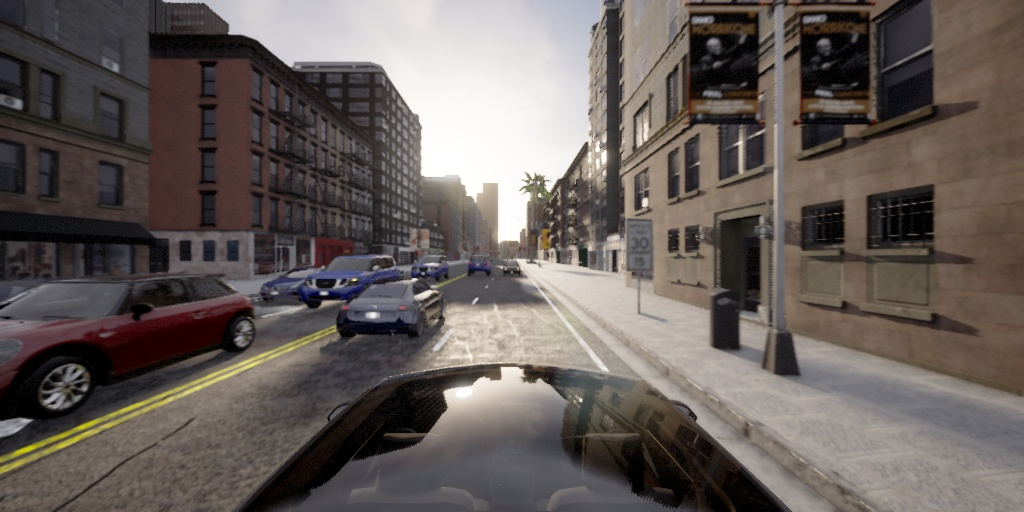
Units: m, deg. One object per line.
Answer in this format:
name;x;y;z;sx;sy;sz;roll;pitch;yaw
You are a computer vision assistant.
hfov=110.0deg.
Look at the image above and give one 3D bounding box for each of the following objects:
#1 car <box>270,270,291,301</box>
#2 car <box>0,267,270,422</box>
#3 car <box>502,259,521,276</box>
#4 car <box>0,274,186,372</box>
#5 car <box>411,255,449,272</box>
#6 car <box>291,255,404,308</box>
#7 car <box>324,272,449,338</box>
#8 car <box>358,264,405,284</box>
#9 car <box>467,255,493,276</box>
car;-9.833;1.264;17.214;1.812;1.442;4.674;0;0;0
car;-6.558;1.100;5.823;2.097;1.767;4.553;0;0;-1
car;-0.003;1.313;37.089;1.895;1.301;4.718;0;0;0
car;-9.844;1.238;7.220;2.128;1.511;4.902;0;0;0
car;-6.567;0.944;29.365;2.150;2.045;5.566;0;0;1
car;-6.582;0.962;15.393;2.150;2.045;5.566;0;0;1
car;-3.151;1.309;10.123;1.994;1.385;4.181;0;0;0
car;-9.815;1.327;27.380;1.895;1.301;4.718;0;0;0
car;-3.252;0.935;36.797;2.150;2.045;5.566;0;0;0
